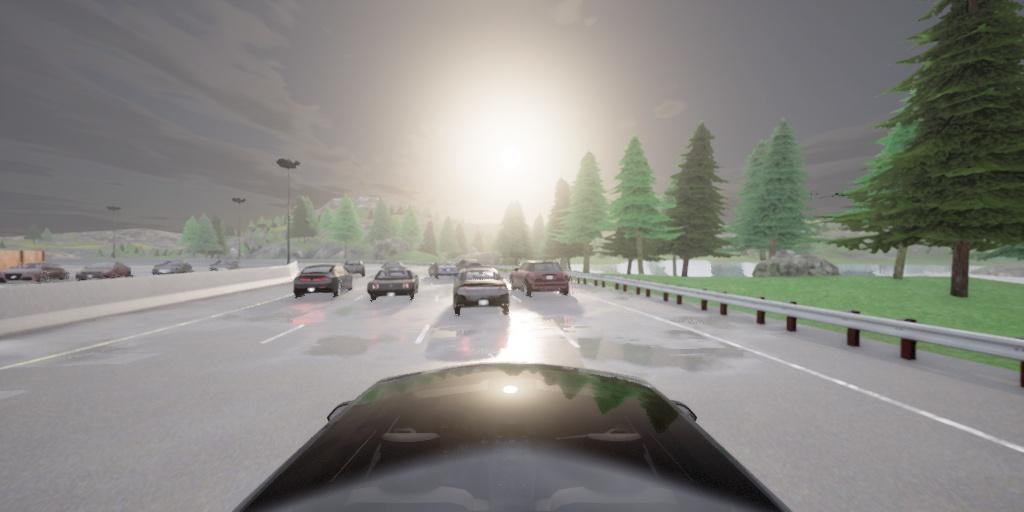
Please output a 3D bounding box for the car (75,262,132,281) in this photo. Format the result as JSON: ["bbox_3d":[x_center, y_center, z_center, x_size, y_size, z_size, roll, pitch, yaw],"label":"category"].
[{"bbox_3d":[-31.861,1.172,28.173,1.812,1.442,4.674,0,0,-29],"label":"car"}]

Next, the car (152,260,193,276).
[{"bbox_3d":[-29.760,1.118,31.537,2.128,1.511,4.902,0,0,-30],"label":"car"}]

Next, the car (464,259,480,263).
[{"bbox_3d":[-4.401,1.077,35.799,1.837,1.490,4.892,0,0,-24],"label":"car"}]

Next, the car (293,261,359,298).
[{"bbox_3d":[-9.308,1.180,18.003,1.837,1.490,4.892,0,1,-13],"label":"car"}]

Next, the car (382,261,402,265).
[{"bbox_3d":[-11.541,1.152,34.641,1.994,1.385,4.181,0,0,-24],"label":"car"}]

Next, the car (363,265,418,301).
[{"bbox_3d":[-5.464,1.276,16.965,1.895,1.301,4.718,0,0,-12],"label":"car"}]

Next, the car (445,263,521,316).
[{"bbox_3d":[-1.242,1.182,13.272,2.128,1.511,4.902,0,0,-9],"label":"car"}]

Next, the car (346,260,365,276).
[{"bbox_3d":[-14.733,1.090,33.289,2.128,1.511,4.902,0,0,-25],"label":"car"}]

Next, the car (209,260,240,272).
[{"bbox_3d":[-27.169,1.101,34.025,2.128,1.511,4.902,0,0,-31],"label":"car"}]

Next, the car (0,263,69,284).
[{"bbox_3d":[-34.738,1.225,26.077,1.994,1.385,4.181,0,0,-28],"label":"car"}]

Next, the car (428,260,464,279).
[{"bbox_3d":[-5.907,1.152,30.470,2.033,1.411,5.357,0,0,-21],"label":"car"}]

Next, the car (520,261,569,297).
[{"bbox_3d":[1.269,1.011,18.550,2.097,1.767,4.553,0,0,-12],"label":"car"}]
